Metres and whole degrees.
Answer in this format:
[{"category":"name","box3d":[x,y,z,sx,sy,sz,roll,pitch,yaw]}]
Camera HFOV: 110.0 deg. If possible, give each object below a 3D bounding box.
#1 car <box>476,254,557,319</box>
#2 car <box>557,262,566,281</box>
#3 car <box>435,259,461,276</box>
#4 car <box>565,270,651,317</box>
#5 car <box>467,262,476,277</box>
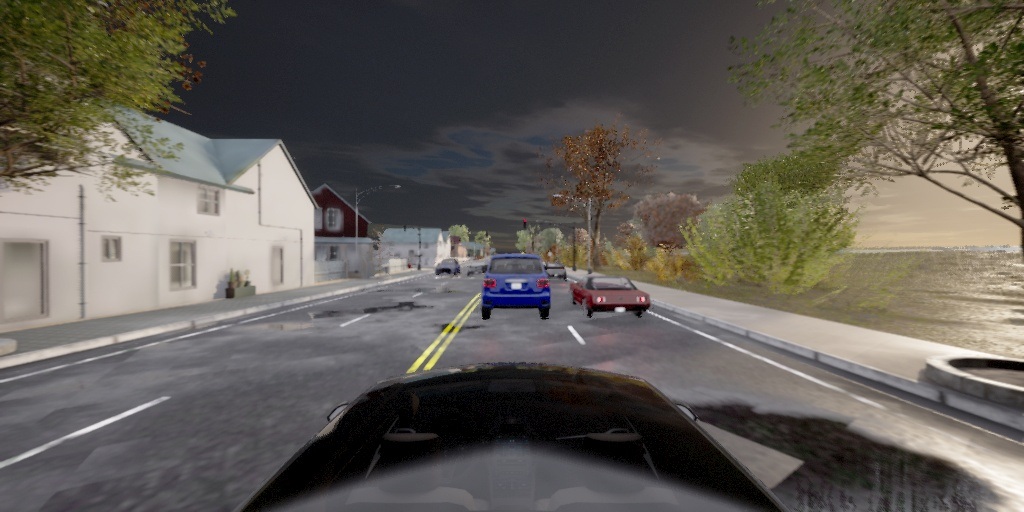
[{"category":"car","box3d":[0.077,0.969,12.960,2.150,2.045,5.566,0,0,-1]},{"category":"car","box3d":[3.319,1.238,29.315,2.128,1.511,4.902,0,0,0]},{"category":"car","box3d":[-6.564,1.092,37.207,2.097,1.767,4.553,0,0,0]},{"category":"car","box3d":[3.313,1.352,13.133,1.895,1.301,4.718,0,0,0]},{"category":"car","box3d":[-3.322,1.268,35.633,1.812,1.442,4.674,0,0,0]}]
